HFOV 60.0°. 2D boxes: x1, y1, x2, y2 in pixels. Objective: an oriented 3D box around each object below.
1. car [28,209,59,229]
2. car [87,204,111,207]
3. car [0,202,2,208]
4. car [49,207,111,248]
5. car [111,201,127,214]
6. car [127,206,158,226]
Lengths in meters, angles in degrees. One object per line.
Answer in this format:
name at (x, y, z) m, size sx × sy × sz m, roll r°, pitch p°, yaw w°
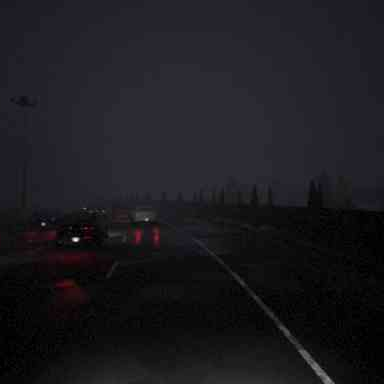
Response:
car at (-10.570, 1.888, 24.486) m, size 1.895 × 1.301 × 4.718 m, roll 0°, pitch -1°, yaw -15°
car at (-9.848, 1.917, 33.790) m, size 2.033 × 1.411 × 5.357 m, roll 0°, pitch -1°, yaw -20°
car at (-36.194, 2.309, 61.455) m, size 2.033 × 1.411 × 5.357 m, roll 0°, pitch -1°, yaw -30°
car at (-5.090, 1.681, 15.784) m, size 1.837 × 1.490 × 4.892 m, roll 0°, pitch -1°, yaw -9°
car at (-9.383, 1.944, 41.693) m, size 1.837 × 1.490 × 4.892 m, roll 0°, pitch -1°, yaw -24°
car at (-3.861, 1.793, 26.253) m, size 1.812 × 1.442 × 4.674 m, roll 0°, pitch 0°, yaw -15°
